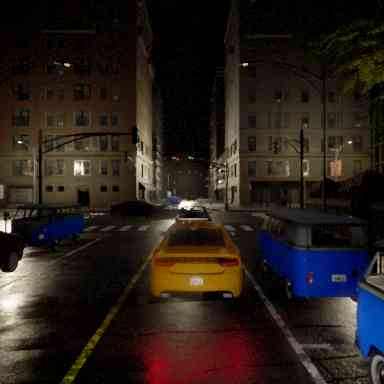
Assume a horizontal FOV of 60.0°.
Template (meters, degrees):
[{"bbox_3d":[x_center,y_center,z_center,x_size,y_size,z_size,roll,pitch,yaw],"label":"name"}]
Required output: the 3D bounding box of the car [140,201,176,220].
[{"bbox_3d":[-1.342,1.576,25.743,4.718,1.301,1.895,0,0,-1],"label":"car"}]

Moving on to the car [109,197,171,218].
[{"bbox_3d":[-4.637,1.464,28.965,5.008,1.535,1.882,0,0,-1],"label":"car"}]

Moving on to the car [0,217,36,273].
[{"bbox_3d":[-5.820,1.545,7.979,1.887,1.381,4.507,0,0,0],"label":"car"}]

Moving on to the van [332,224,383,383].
[{"bbox_3d":[2.680,1.341,2.292,1.690,1.788,3.998,0,0,0],"label":"van"}]

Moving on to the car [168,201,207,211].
[{"bbox_3d":[0.080,1.488,17.957,2.128,1.511,4.902,0,0,0],"label":"car"}]

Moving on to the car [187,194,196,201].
[{"bbox_3d":[-0.206,1.349,79.425,2.097,1.767,4.553,0,0,0],"label":"car"}]

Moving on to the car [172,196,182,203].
[{"bbox_3d":[-3.123,1.531,69.689,2.033,1.411,5.357,0,0,0],"label":"car"}]

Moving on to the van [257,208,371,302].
[{"bbox_3d":[2.706,1.341,7.950,1.690,1.788,3.998,0,0,0],"label":"van"}]

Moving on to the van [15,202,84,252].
[{"bbox_3d":[-5.793,1.340,13.639,1.690,1.788,3.998,0,0,0],"label":"van"}]

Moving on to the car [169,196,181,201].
[{"bbox_3d":[-3.038,1.469,48.916,1.882,1.535,5.008,0,0,0],"label":"car"}]

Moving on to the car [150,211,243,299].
[{"bbox_3d":[0.116,1.478,8.538,1.882,1.535,5.008,0,0,1],"label":"car"}]
